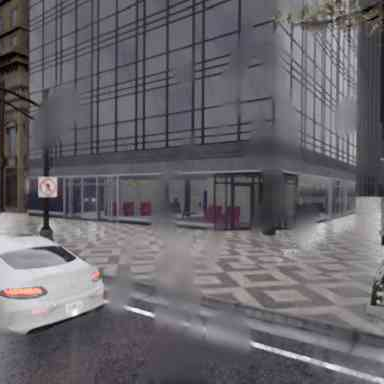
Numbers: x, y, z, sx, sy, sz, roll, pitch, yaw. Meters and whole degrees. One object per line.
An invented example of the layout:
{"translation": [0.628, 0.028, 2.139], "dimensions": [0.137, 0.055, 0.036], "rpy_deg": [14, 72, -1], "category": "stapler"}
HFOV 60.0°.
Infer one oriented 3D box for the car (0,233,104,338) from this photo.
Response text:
{"translation": [-3.617, 1.523, 6.248], "dimensions": [4.674, 1.442, 1.812], "rpy_deg": [0, 0, 35], "category": "car"}
